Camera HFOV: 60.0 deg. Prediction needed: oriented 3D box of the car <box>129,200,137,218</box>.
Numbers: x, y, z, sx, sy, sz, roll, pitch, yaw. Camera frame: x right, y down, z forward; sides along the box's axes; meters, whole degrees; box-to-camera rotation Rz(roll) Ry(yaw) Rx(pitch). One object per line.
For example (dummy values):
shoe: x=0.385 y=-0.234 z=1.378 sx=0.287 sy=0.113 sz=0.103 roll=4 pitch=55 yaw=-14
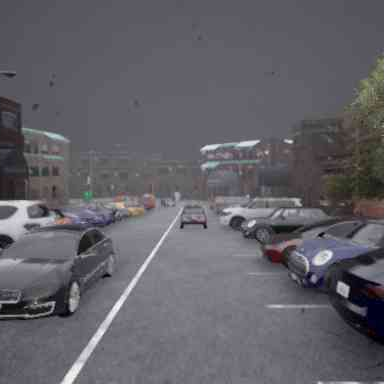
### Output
car: x=-7.683 y=1.736 z=29.312 sx=4.892 sy=1.521 sz=2.231 roll=0 pitch=0 yaw=0

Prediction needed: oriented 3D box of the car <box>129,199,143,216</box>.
car: x=-7.861 y=1.758 z=32.375 sx=5.366 sy=1.575 sz=1.946 roll=0 pitch=0 yaw=0

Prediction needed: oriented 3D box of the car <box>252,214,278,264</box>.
car: x=4.621 y=1.604 z=10.759 sx=4.792 sy=1.488 sz=2.163 roll=0 pitch=0 yaw=0

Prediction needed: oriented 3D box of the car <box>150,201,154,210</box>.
car: x=-7.680 y=1.809 z=41.087 sx=5.008 sy=1.535 sz=2.097 roll=0 pitch=0 yaw=0

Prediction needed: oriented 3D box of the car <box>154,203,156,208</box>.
car: x=-7.646 y=1.536 z=44.030 sx=5.566 sy=2.045 sz=2.435 roll=0 pitch=0 yaw=0

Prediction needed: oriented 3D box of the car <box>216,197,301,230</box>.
car: x=4.624 y=1.419 z=21.933 sx=5.566 sy=2.045 sz=2.435 roll=0 pitch=0 yaw=0

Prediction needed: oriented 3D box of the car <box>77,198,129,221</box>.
car: x=-7.708 y=1.585 z=26.501 sx=4.553 sy=1.767 sz=2.185 roll=0 pitch=-1 yaw=0

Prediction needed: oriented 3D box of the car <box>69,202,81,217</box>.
car: x=-7.647 y=1.482 z=14.623 sx=4.553 sy=1.767 sz=2.185 roll=0 pitch=-1 yaw=0

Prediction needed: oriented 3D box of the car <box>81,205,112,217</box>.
car: x=-7.675 y=1.700 z=20.622 sx=4.674 sy=1.452 sz=2.002 roll=0 pitch=0 yaw=0

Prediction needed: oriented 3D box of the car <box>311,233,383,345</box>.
car: x=4.680 y=1.555 z=5.170 sx=4.792 sy=1.488 sz=2.163 roll=0 pitch=0 yaw=0

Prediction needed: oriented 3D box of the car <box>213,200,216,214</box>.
car: x=4.647 y=1.745 z=30.437 sx=4.892 sy=1.521 sz=2.231 roll=0 pitch=0 yaw=0

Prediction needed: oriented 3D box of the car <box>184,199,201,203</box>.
car: x=0.088 y=1.677 z=41.534 sx=2.097 sy=1.767 sz=4.553 roll=0 pitch=0 yaw=0

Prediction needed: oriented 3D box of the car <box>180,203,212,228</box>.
car: x=0.105 y=1.756 z=24.051 sx=2.033 sy=1.411 sz=5.357 roll=0 pitch=-1 yaw=0

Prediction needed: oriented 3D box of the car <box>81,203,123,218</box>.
car: x=-7.706 y=1.715 z=23.561 sx=4.792 sy=1.488 sz=2.163 roll=0 pitch=-1 yaw=0

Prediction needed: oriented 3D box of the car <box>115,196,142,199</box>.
car: x=-7.645 y=1.682 z=38.257 sx=4.553 sy=1.767 sz=2.185 roll=0 pitch=0 yaw=0

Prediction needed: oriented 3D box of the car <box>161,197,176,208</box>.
car: x=-3.747 y=1.612 z=52.599 sx=2.128 sy=1.511 sz=4.902 roll=-1 pitch=2 yaw=-14

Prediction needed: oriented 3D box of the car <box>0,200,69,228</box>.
car: x=-7.707 y=1.332 z=11.811 sx=5.566 sy=2.045 sz=2.435 roll=0 pitch=0 yaw=0

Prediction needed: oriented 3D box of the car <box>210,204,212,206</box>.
car: x=4.661 y=1.792 z=35.897 sx=4.892 sy=1.521 sz=2.231 roll=0 pitch=0 yaw=0

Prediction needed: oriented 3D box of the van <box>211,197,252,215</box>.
van: x=4.538 y=1.584 z=38.692 sx=4.442 sy=1.987 sz=1.878 roll=0 pitch=0 yaw=0

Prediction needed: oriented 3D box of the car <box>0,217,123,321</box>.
car: x=-3.099 y=1.573 z=7.682 sx=1.837 sy=1.490 sz=4.892 roll=0 pitch=-1 yaw=0

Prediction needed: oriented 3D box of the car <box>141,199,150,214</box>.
car: x=-7.491 y=1.784 z=35.315 sx=5.366 sy=1.575 sz=1.946 roll=0 pitch=0 yaw=0

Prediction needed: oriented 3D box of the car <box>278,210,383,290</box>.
car: x=4.682 y=1.424 z=7.964 sx=4.553 sy=1.767 sz=2.185 roll=0 pitch=0 yaw=0

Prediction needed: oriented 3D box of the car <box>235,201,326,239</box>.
car: x=4.683 y=1.498 z=16.470 sx=4.553 sy=1.767 sz=2.185 roll=0 pitch=0 yaw=0

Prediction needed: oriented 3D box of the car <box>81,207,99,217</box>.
car: x=-7.675 y=1.673 z=17.560 sx=4.674 sy=1.452 sz=2.002 roll=0 pitch=-1 yaw=0
